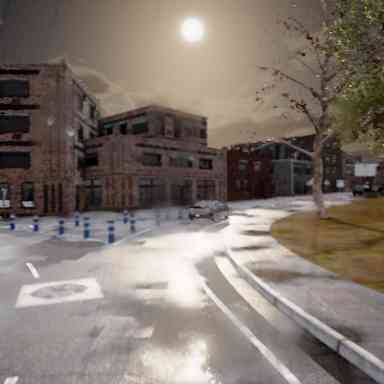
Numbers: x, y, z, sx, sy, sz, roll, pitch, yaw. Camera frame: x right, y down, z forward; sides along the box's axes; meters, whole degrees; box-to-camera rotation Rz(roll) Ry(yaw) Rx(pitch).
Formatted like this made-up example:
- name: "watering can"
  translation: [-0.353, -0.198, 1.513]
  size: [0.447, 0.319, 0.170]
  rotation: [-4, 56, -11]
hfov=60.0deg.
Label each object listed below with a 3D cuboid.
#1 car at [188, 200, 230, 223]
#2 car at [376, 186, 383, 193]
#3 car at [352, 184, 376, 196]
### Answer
- name: "car"
  translation: [1.382, 1.343, 24.665]
  size: [2.128, 1.511, 4.902]
  rotation: [-1, 1, 24]
- name: "car"
  translation: [37.360, -0.538, 67.170]
  size: [2.128, 1.511, 4.902]
  rotation: [-1, 1, 42]
- name: "car"
  translation: [30.423, -0.333, 59.430]
  size: [2.150, 2.045, 5.566]
  rotation: [-1, 2, 42]
